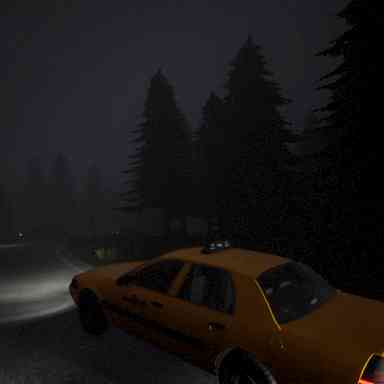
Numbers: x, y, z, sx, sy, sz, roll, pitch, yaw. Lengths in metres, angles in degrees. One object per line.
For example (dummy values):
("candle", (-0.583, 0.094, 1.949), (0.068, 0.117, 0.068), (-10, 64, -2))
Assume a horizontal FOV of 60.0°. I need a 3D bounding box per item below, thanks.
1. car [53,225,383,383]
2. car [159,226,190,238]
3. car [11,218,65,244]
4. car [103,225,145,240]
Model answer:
("car", (0.139, 1.441, 4.738), (5.366, 1.575, 1.801), (0, 1, 43))
("car", (-2.318, 5.543, 46.264), (1.882, 1.535, 5.008), (-5, -8, 30))
("car", (-12.745, 3.225, 28.123), (2.150, 2.045, 5.566), (-4, -7, 7))
("car", (-7.437, 4.510, 36.956), (2.033, 1.411, 5.357), (-4, -8, 20))
